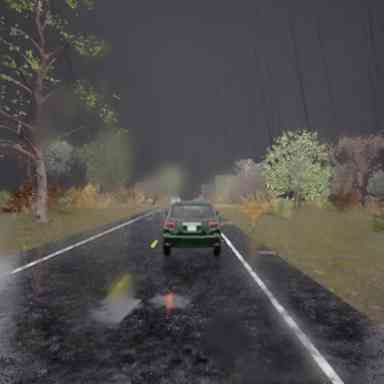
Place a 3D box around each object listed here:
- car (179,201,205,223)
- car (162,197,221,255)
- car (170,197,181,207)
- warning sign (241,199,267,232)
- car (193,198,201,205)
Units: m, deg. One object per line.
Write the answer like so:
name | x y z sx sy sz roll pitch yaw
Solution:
car | 0.001 1.662 29.097 2.097 1.767 4.553 0 -1 0
car | 0.001 1.361 14.026 2.150 2.045 5.566 0 0 0
car | -3.502 2.069 71.786 2.150 2.045 5.566 0 -1 0
warning sign | 3.544 1.314 19.103 1.300 1.860 1.060 0 -1 0
car | 1.222 2.369 84.061 2.097 1.767 4.553 0 -1 0
